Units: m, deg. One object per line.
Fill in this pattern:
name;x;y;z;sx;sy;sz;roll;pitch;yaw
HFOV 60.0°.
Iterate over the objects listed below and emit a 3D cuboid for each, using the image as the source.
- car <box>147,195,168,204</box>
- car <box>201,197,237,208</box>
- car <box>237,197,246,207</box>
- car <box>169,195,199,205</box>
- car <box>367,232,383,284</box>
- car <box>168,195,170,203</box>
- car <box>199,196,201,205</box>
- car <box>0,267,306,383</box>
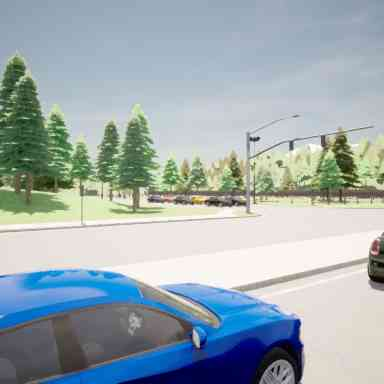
car;-7.242;1.505;66.020;1.837;1.490;4.892;0;0;-35
car;3.962;1.477;49.893;1.882;1.535;5.008;0;0;-35
car;6.581;1.477;52.258;1.882;1.535;5.008;0;0;-35
car;-1.416;1.505;57.599;1.837;1.490;4.892;0;0;-35
car;6.463;1.352;8.386;4.553;1.767;2.097;0;0;-35
car;-4.636;1.352;68.443;2.097;1.767;4.553;0;0;-35
car;1.107;1.477;60.113;1.882;1.535;5.008;0;0;-35
car;-1.032;1.478;3.012;5.008;1.535;1.882;0;0;-35
